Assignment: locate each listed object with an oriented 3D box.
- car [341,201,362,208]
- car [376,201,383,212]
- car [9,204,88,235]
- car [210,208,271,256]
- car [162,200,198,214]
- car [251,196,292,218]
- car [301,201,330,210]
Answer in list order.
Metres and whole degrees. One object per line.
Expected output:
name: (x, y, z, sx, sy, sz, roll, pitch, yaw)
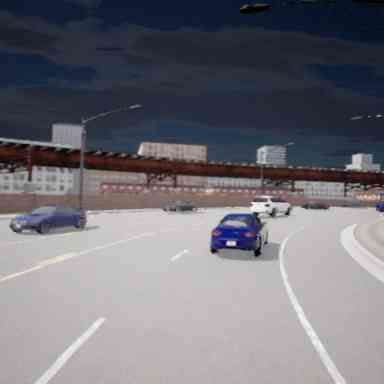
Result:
car: (30.257, 2.316, 62.981, 4.181, 1.385, 1.994, 1, -1, -30)
car: (27.466, 1.886, 44.976, 4.553, 1.767, 2.097, 1, -1, -33)
car: (-7.634, 1.414, 18.225, 1.812, 1.442, 4.674, 1, 0, 19)
car: (2.001, 1.582, 13.405, 1.812, 1.442, 4.674, 0, 0, 17)
car: (-1.280, 1.656, 37.557, 1.837, 1.490, 4.892, 0, -1, 38)
car: (8.020, 1.457, 33.383, 2.150, 2.045, 5.566, -1, -2, 41)
car: (19.369, 2.108, 52.143, 5.357, 1.411, 2.033, 1, -1, -35)
